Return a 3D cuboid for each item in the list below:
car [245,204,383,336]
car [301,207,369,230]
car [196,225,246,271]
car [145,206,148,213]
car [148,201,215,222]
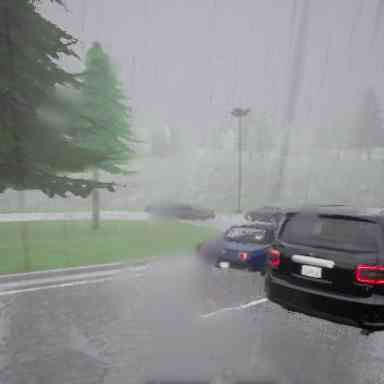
[{"bbox_3d":[3.718,1.296,6.772,5.566,2.045,2.150,1,0,-43],"label":"car"},{"bbox_3d":[10.279,1.841,24.396,1.895,1.301,4.718,1,0,-18],"label":"car"},{"bbox_3d":[2.298,1.683,10.568,1.895,1.301,4.718,0,0,40],"label":"car"},{"bbox_3d":[-2.628,1.671,35.602,4.902,1.511,2.128,1,0,15],"label":"car"},{"bbox_3d":[-0.711,1.700,27.873,5.357,1.411,2.033,0,-1,33],"label":"car"}]
